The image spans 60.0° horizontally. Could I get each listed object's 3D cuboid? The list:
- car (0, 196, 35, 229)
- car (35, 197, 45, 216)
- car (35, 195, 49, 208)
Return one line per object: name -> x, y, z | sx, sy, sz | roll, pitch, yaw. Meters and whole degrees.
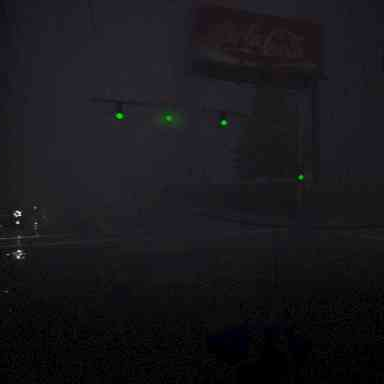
car -> -10.951, 1.202, 19.830 | 2.097, 1.767, 4.553 | -1, 1, -19
car -> -14.378, 1.364, 29.263 | 1.895, 1.301, 4.718 | -1, 1, -20
car -> -18.350, 1.155, 40.121 | 2.128, 1.511, 4.902 | -1, 1, -20
